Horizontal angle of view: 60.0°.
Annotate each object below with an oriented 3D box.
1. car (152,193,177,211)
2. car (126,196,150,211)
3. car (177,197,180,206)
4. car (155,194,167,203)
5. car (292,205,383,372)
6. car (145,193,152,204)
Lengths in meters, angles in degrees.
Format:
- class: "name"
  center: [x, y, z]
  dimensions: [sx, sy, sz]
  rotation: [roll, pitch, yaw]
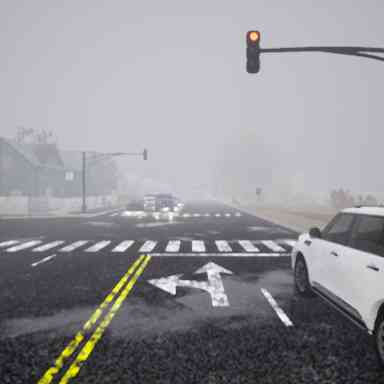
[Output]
- class: "car"
  center: [-3.272, 1.195, 40.487]
  dimensions: [2.150, 2.045, 5.566]
  rotation: [0, 0, -2]
- class: "car"
  center: [-6.505, 1.538, 39.434]
  dimensions: [1.994, 1.385, 4.181]
  rotation: [0, 0, 0]
- class: "car"
  center: [-3.226, 1.574, 51.301]
  dimensions: [1.895, 1.301, 4.718]
  rotation: [0, 0, 0]
- class: "car"
  center: [-6.360, 1.335, 68.111]
  dimensions: [2.097, 1.767, 4.553]
  rotation: [0, 0, 0]
- class: "car"
  center: [3.361, 1.215, 5.329]
  dimensions: [2.150, 2.045, 5.566]
  rotation: [0, 0, 0]
- class: "car"
  center: [-6.464, 1.198, 52.786]
  dimensions: [2.150, 2.045, 5.566]
  rotation: [0, 0, 1]
